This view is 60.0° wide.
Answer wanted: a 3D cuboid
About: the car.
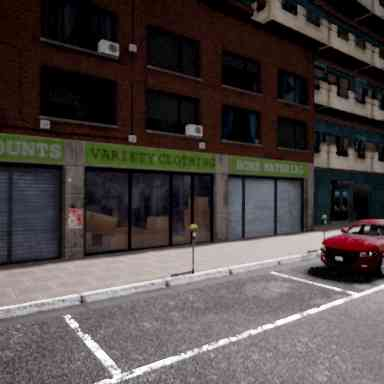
[{"bbox_3d":[5.767,1.536,10.209,4.507,1.381,1.887,0,1,-36],"label":"car"}]
